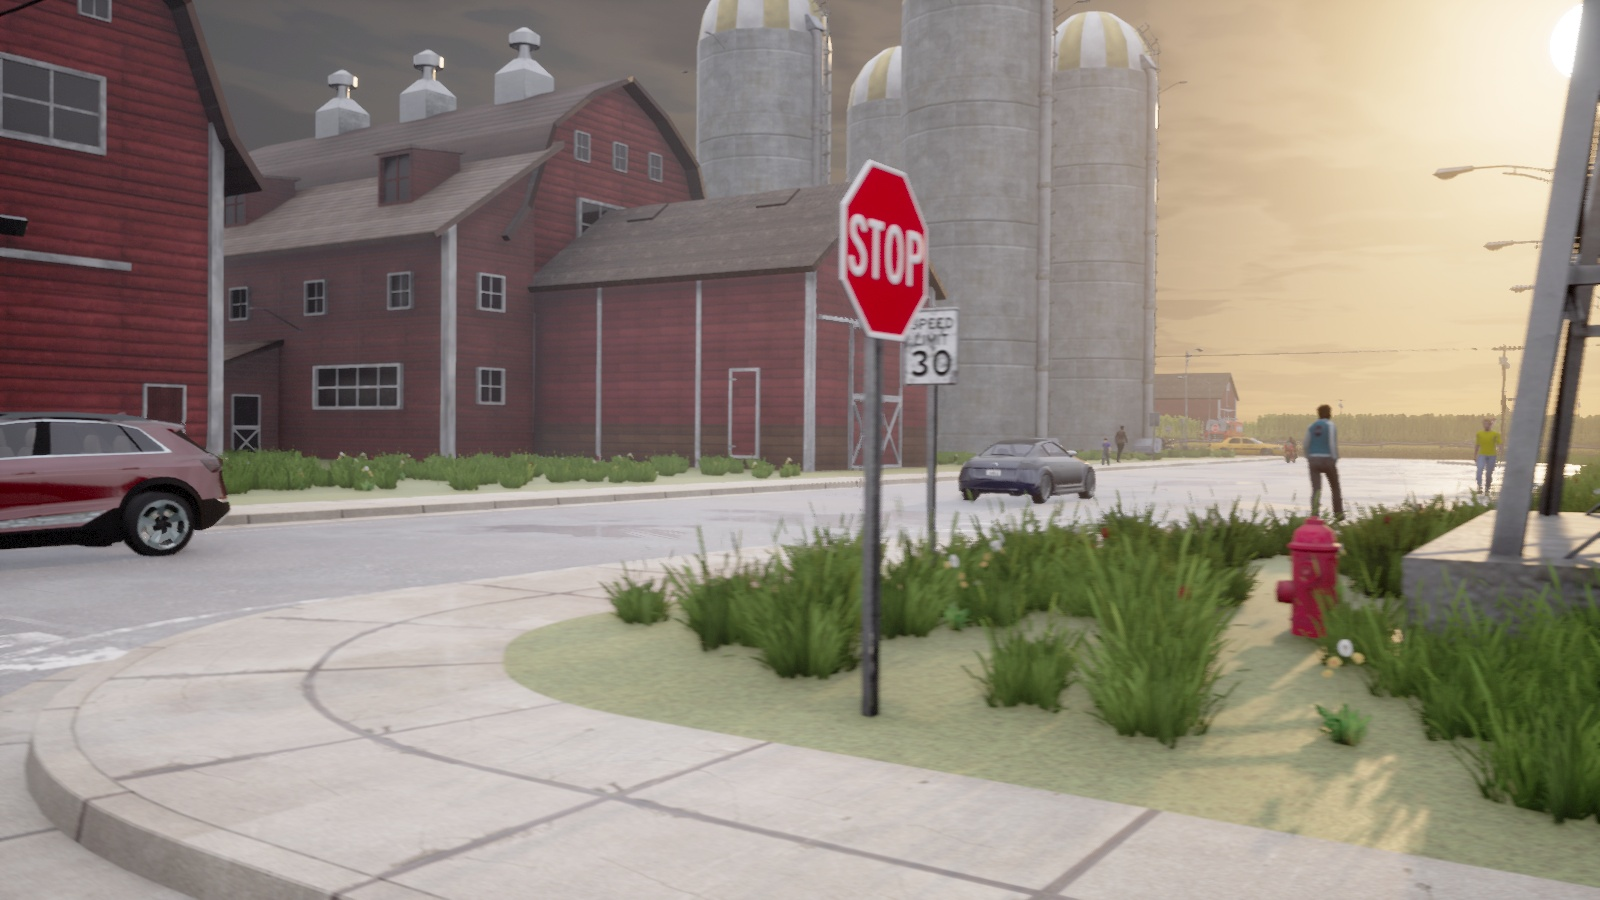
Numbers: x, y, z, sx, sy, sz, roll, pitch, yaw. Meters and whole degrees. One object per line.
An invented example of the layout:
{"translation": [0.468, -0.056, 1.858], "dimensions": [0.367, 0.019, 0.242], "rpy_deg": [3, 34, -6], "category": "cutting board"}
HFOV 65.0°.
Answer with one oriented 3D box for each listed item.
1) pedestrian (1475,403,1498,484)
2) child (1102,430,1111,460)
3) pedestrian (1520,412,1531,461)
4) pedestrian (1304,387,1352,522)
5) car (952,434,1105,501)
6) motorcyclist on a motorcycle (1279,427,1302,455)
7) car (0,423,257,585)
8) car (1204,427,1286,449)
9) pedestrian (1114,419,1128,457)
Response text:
{"translation": [15.655, -0.148, 28.616], "dimensions": [0.354, 1.836, 0.706], "rpy_deg": [0, 1, 37], "category": "pedestrian"}
{"translation": [13.208, -0.211, 54.112], "dimensions": [0.270, 1.263, 0.437], "rpy_deg": [0, 1, 30], "category": "child"}
{"translation": [27.665, -0.521, 47.892], "dimensions": [0.354, 1.836, 0.706], "rpy_deg": [0, 1, 32], "category": "pedestrian"}
{"translation": [7.739, 0.062, 18.406], "dimensions": [0.692, 1.930, 0.396], "rpy_deg": [-1, 1, -43], "category": "pedestrian"}
{"translation": [5.288, 0.345, 28.619], "dimensions": [1.994, 1.385, 4.181], "rpy_deg": [0, 1, 33], "category": "car"}
{"translation": [27.041, -0.491, 69.149], "dimensions": [0.797, 1.523, 2.044], "rpy_deg": [0, 1, 33], "category": "motorcyclist on a motorcycle"}
{"translation": [-8.766, 0.539, 13.629], "dimensions": [2.033, 1.649, 4.856], "rpy_deg": [0, 1, 38], "category": "car"}
{"translation": [32.162, -0.885, 90.830], "dimensions": [5.366, 1.575, 1.801], "rpy_deg": [0, 1, 33], "category": "car"}
{"translation": [15.351, -0.594, 60.109], "dimensions": [0.328, 1.805, 0.869], "rpy_deg": [0, 1, 36], "category": "pedestrian"}
